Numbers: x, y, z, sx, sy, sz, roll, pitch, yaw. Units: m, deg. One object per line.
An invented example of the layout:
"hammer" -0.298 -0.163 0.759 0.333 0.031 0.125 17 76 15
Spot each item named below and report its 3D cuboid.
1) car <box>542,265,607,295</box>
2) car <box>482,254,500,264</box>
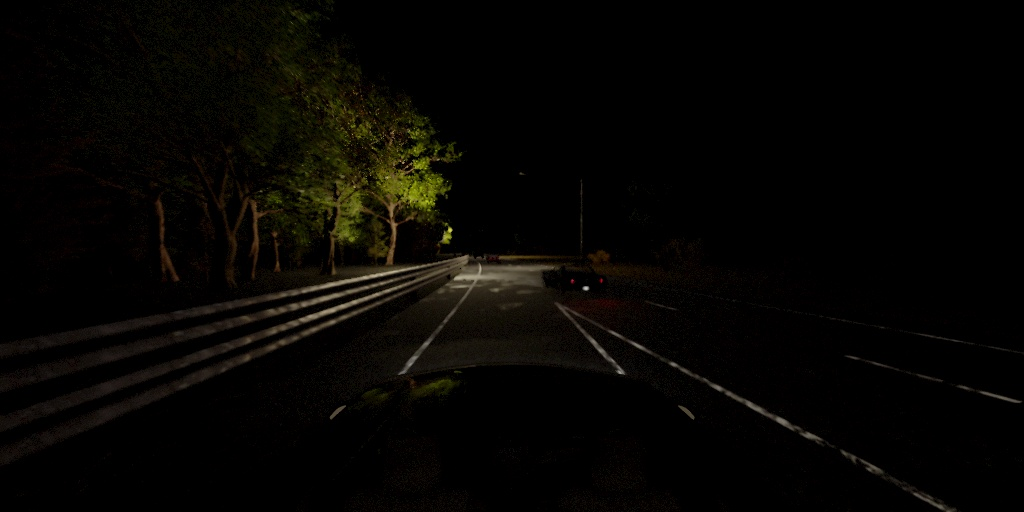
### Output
"car" 2.833 1.059 17.496 1.895 1.301 4.718 0 1 -9
"car" -2.875 0.400 53.983 2.033 1.411 5.357 0 1 -9
